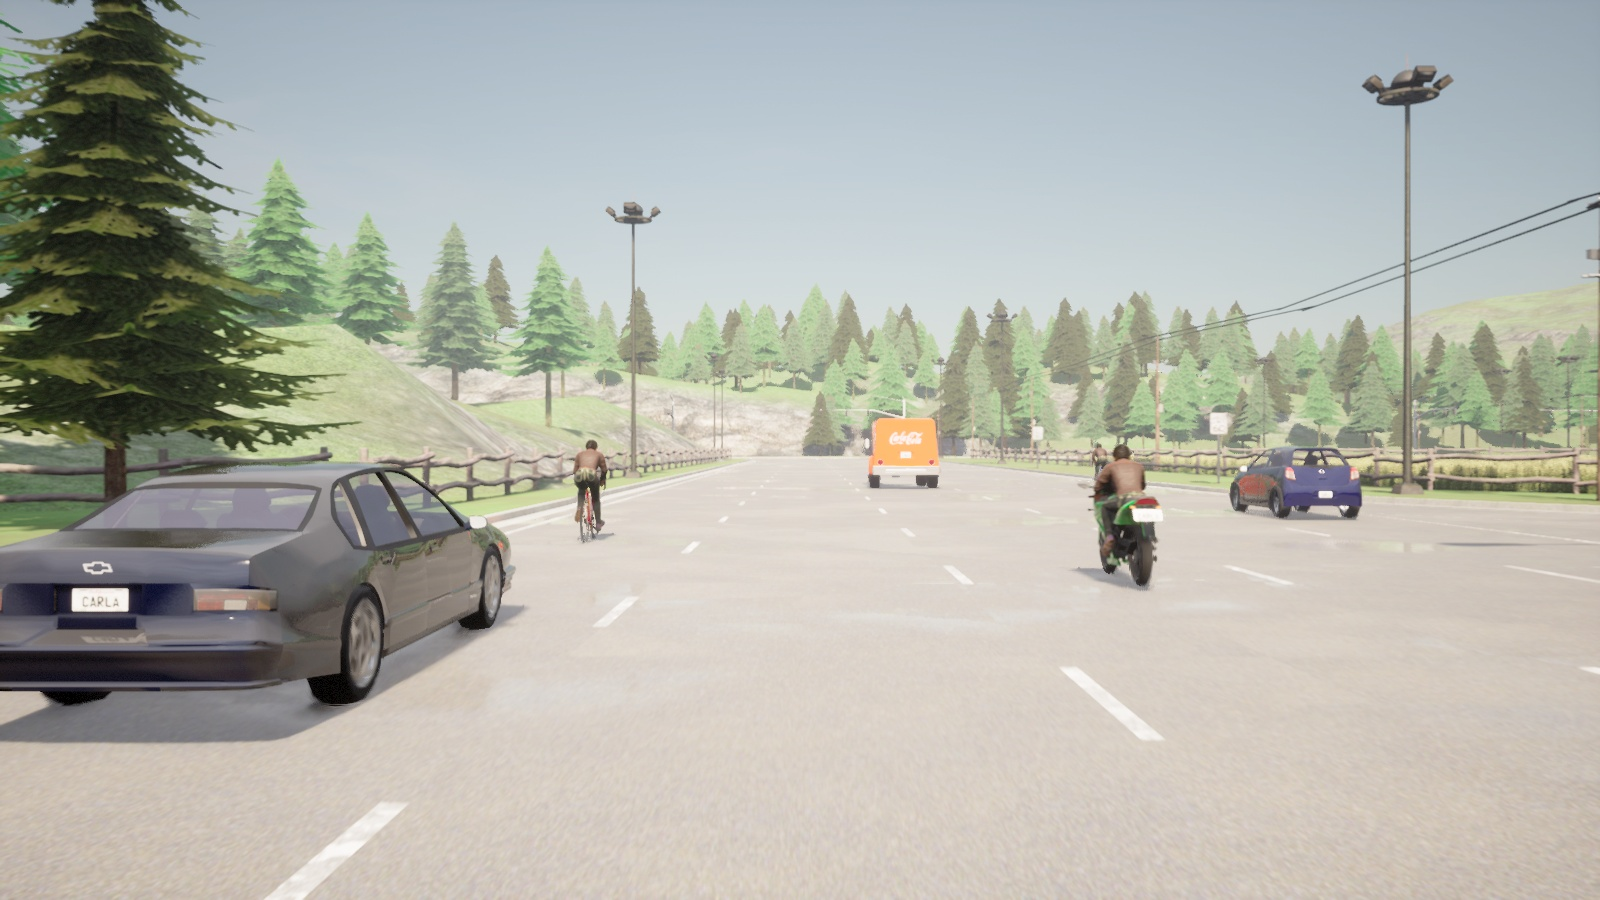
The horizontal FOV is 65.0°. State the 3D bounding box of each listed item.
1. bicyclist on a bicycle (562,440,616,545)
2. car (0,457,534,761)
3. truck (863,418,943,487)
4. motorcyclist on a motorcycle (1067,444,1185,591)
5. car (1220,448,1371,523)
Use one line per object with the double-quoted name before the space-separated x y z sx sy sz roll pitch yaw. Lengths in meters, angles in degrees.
"bicyclist on a bicycle" -3.369 0.657 20.165 0.582 1.620 1.656 0 0 0
"car" -3.435 0.774 8.692 2.033 1.411 5.357 0 0 0
"truck" 3.787 0.145 47.268 2.627 2.467 5.204 0 -1 0
"motorcyclist on a motorcycle" 3.596 0.703 14.049 0.797 1.523 2.044 0 0 0
"car" 10.672 0.716 27.320 1.845 1.501 3.633 0 0 0
